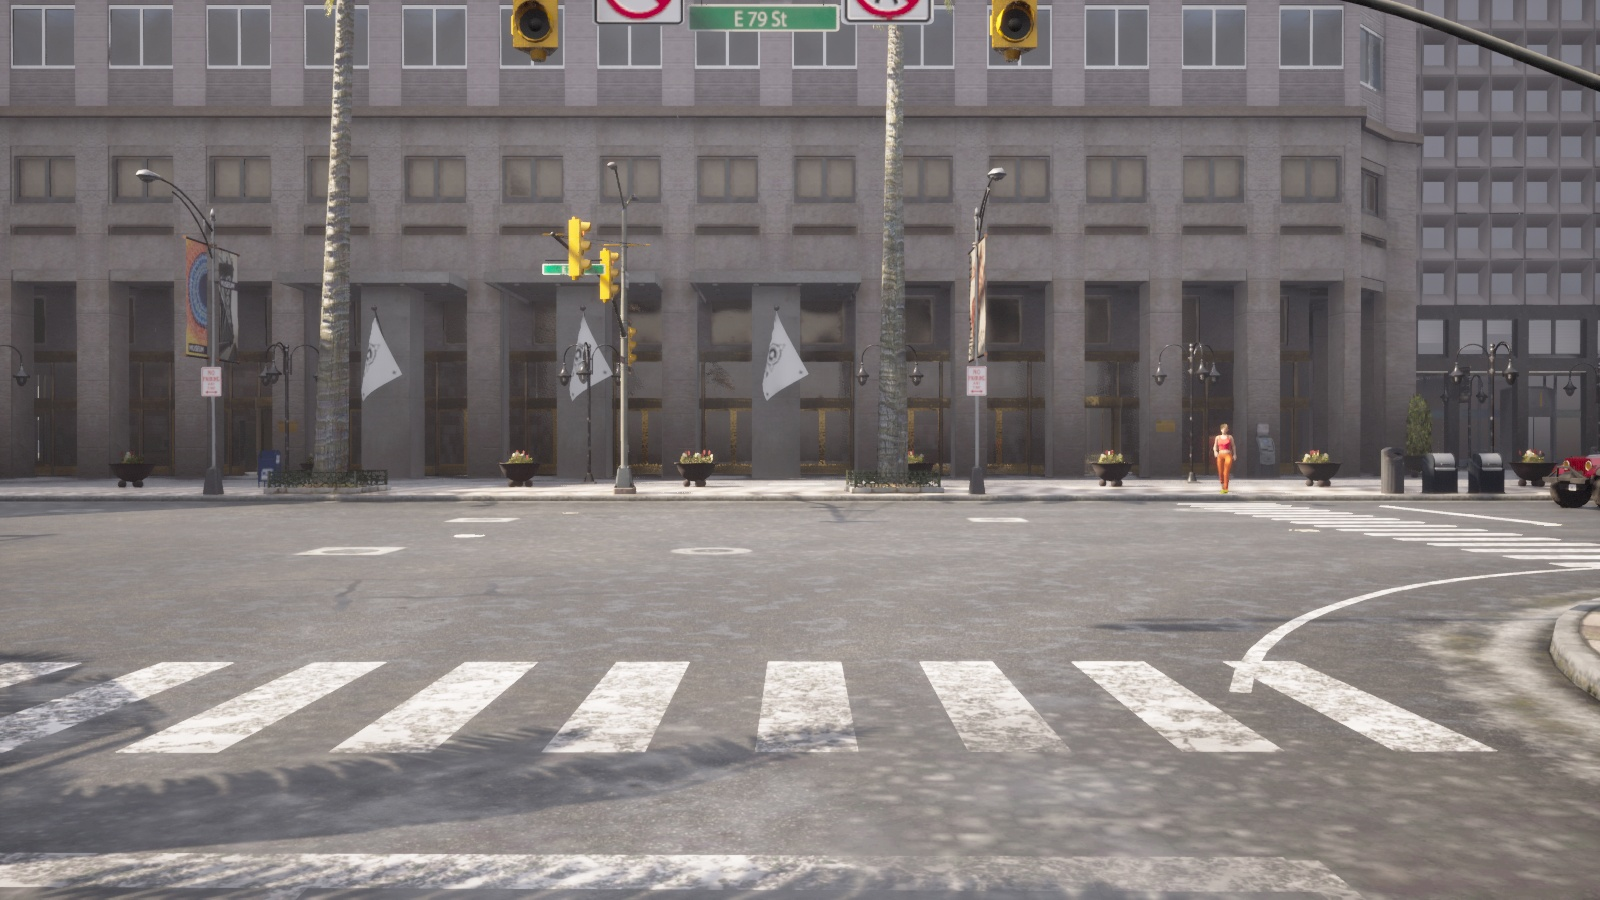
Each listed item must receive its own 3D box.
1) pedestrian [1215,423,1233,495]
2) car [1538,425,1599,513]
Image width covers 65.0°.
[{"bbox_3d":[11.012,0.228,32.596,0.345,1.836,0.594,0,0,27],"label":"pedestrian"},{"bbox_3d":[18.784,0.401,27.708,3.866,1.878,1.905,0,0,1],"label":"car"}]
